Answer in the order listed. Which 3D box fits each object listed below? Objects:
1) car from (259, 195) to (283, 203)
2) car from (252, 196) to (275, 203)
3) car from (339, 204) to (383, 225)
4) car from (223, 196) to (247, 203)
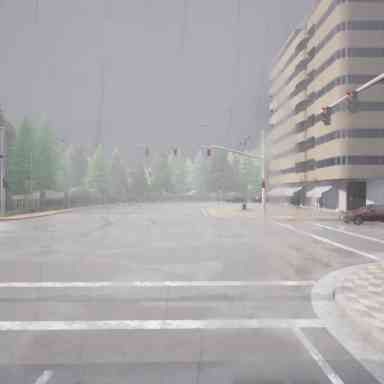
[{"bbox_3d":[17.555,1.523,73.762,4.902,1.511,2.128,0,0,-23],"label":"car"},{"bbox_3d":[14.204,1.524,67.860,4.674,1.442,1.812,0,0,-34],"label":"car"},{"bbox_3d":[13.167,1.581,24.113,4.674,1.442,1.812,0,0,-1],"label":"car"},{"bbox_3d":[8.891,1.546,68.158,5.357,1.411,2.033,0,0,-38],"label":"car"}]
